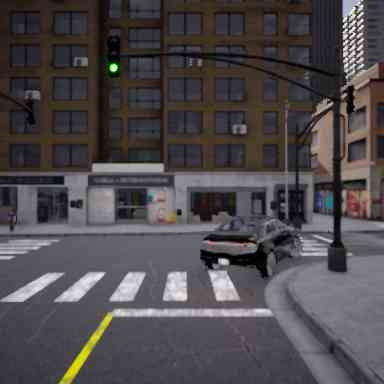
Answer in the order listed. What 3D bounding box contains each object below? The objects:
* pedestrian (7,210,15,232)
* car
[{"bbox_3d":[-10.165,1.578,18.784,0.375,1.300,0.375,0,0,-1],"label":"pedestrian"},{"bbox_3d":[2.013,1.509,10.434,2.128,1.511,4.902,-1,0,30],"label":"car"}]
